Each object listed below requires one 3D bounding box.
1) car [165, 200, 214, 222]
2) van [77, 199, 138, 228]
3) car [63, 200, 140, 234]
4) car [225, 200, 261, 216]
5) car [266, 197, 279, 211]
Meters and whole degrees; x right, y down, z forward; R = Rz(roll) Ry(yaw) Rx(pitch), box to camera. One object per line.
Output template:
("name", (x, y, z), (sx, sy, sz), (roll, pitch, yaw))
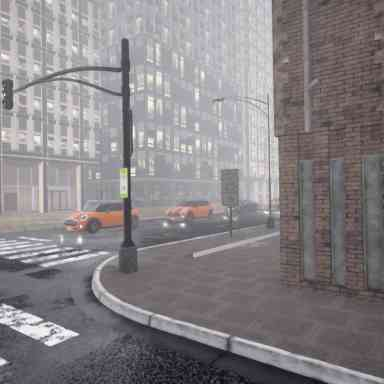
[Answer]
("car", (-0.128, 1.432, 27.047), (2.097, 1.767, 4.553), (-1, -1, 36))
("van", (-5.894, 1.460, 23.492), (1.690, 1.788, 3.998), (-2, -1, 36))
("car", (-5.335, 1.416, 19.892), (2.097, 1.767, 4.553), (-1, -1, 37))
("car", (5.151, 1.590, 34.341), (2.128, 1.511, 4.902), (-1, -1, 36))
("car", (11.094, 1.471, 42.521), (2.097, 1.767, 4.553), (-1, -1, 36))
